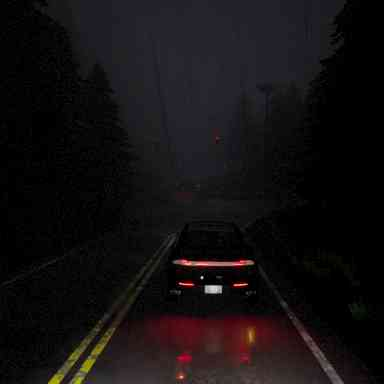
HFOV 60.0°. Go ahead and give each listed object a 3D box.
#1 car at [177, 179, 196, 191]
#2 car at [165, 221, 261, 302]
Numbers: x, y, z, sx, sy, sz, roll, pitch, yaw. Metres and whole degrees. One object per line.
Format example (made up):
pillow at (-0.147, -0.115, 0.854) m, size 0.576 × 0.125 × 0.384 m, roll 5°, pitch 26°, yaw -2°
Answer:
car at (-0.694, -1.068, 45.245) m, size 1.812 × 1.442 × 4.674 m, roll 1°, pitch 9°, yaw 14°
car at (0.449, 1.466, 8.191) m, size 2.128 × 1.511 × 4.902 m, roll 0°, pitch 0°, yaw 2°
